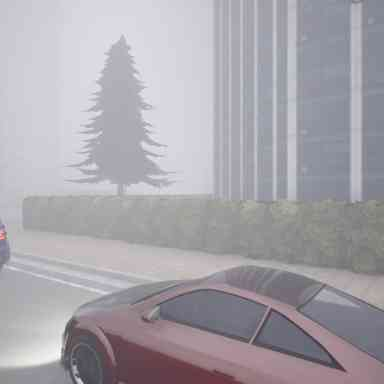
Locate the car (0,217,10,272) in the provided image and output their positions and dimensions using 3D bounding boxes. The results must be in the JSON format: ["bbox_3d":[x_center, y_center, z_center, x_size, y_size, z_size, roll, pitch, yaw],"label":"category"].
[{"bbox_3d":[-7.179,1.221,9.072,5.566,2.045,2.150,0,0,35],"label":"car"}]

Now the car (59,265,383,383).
[{"bbox_3d":[0.434,1.564,3.683,4.181,1.385,1.994,0,0,35],"label":"car"}]
